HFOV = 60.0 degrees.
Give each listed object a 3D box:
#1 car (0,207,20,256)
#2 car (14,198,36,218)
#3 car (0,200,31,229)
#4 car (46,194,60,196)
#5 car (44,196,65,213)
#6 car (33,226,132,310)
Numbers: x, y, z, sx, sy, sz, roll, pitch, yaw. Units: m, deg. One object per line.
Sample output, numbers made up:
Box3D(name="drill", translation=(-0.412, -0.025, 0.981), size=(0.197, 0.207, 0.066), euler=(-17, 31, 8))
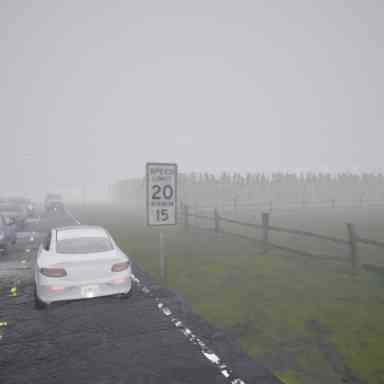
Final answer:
Box3D(name="car", translation=(-7.951, 1.529, 12.886), size=(1.812, 1.442, 4.674), euler=(0, 0, -24))
Box3D(name="car", translation=(-15.427, 1.357, 30.190), size=(2.097, 1.767, 4.553), euler=(0, 0, -23))
Box3D(name="car", translation=(-11.534, 1.509, 21.156), size=(1.837, 1.490, 4.892), euler=(0, 0, -23))
Box3D(name="car", translation=(-19.007, 1.227, 45.555), size=(2.150, 2.045, 5.566), euler=(0, 0, -23))
Box3D(name="car", translation=(-14.990, 1.510, 36.425), size=(1.837, 1.490, 4.892), euler=(0, 0, -23))
Box3D(name="car", translation=(-2.683, 1.528, 7.890), size=(1.812, 1.442, 4.674), euler=(0, 0, -23))
